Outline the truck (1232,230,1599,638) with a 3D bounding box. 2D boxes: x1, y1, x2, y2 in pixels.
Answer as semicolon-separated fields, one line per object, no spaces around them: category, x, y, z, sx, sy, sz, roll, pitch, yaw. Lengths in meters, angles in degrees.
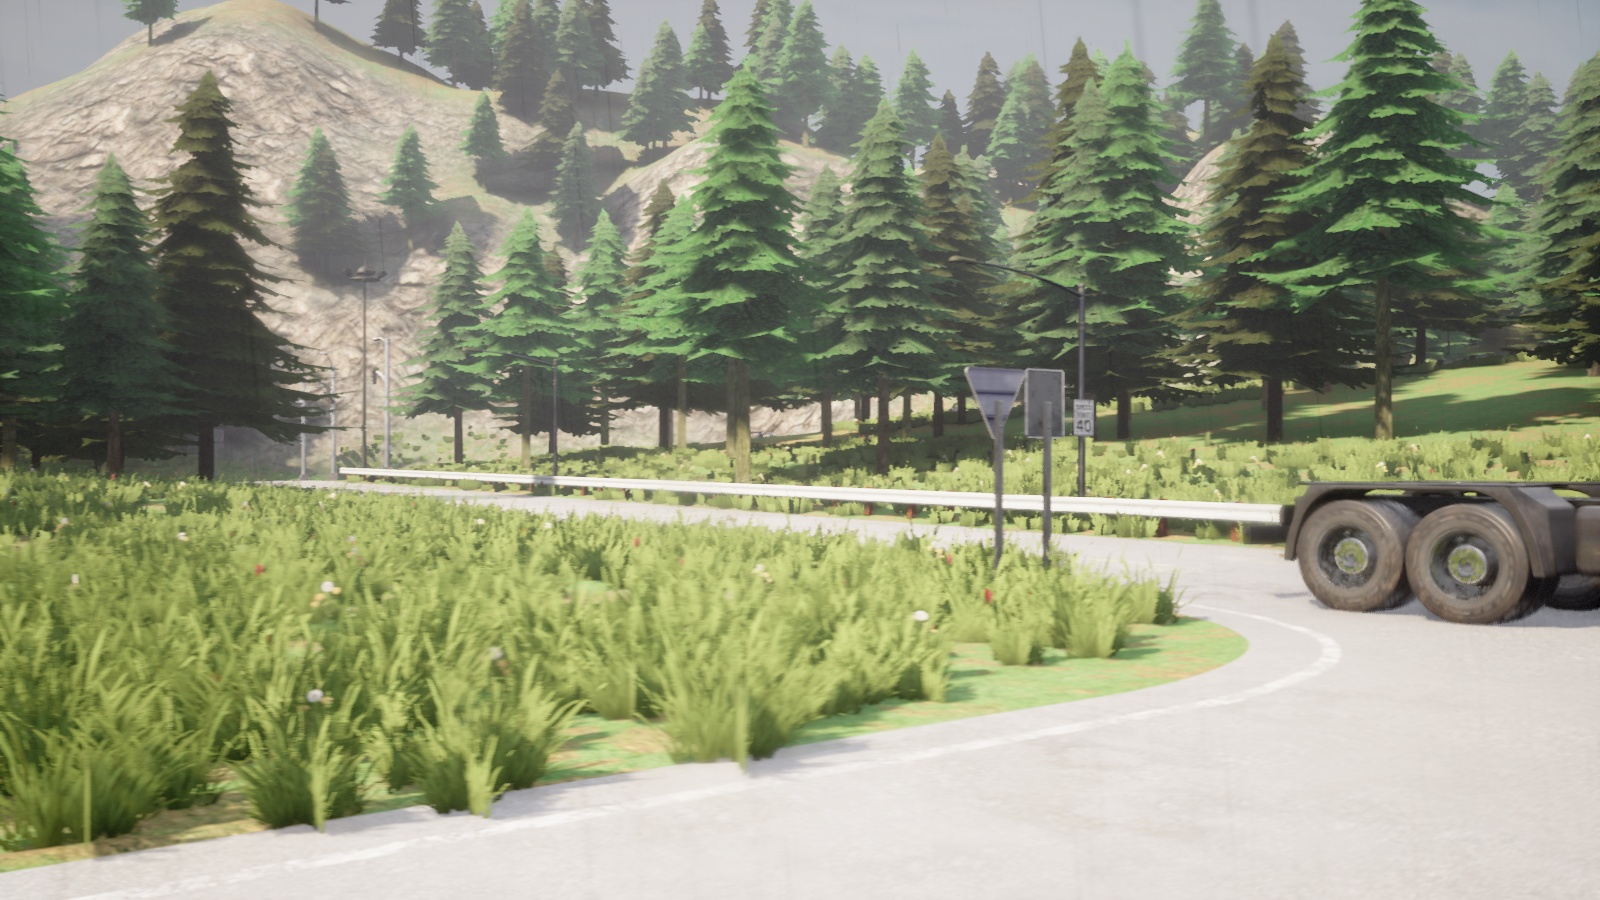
truck;8.156;-0.136;11.205;2.891;3.462;7.936;0;-1;-35
